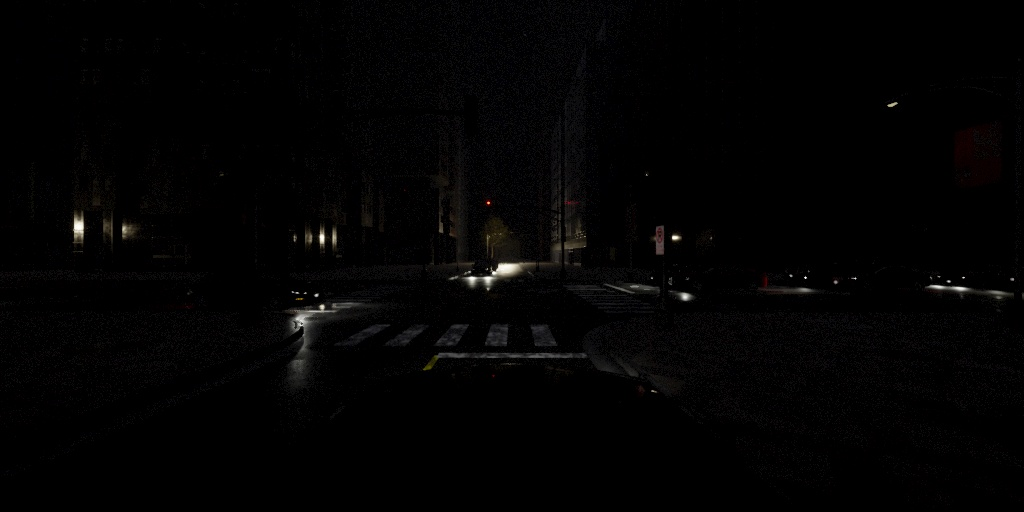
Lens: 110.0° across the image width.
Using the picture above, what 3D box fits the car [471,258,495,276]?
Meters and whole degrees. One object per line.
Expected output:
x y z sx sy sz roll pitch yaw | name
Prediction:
-3.101 1.227 37.513 1.882 1.535 5.008 0 0 1 | car

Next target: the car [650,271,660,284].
11.854 1.258 24.194 4.892 1.490 1.837 0 0 -1 | car

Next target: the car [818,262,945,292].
21.331 1.262 20.894 4.902 1.511 2.128 0 0 0 | car

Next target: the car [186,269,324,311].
-9.900 1.256 13.946 4.892 1.490 1.837 0 0 5 | car

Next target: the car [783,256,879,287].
21.585 0.986 24.129 5.566 2.045 2.150 0 0 1 | car

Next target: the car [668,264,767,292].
12.007 1.237 20.937 5.008 1.535 1.882 0 0 1 | car

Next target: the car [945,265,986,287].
32.040 1.327 24.094 5.357 1.411 2.033 0 0 0 | car

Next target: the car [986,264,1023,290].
31.944 1.007 20.845 5.566 2.045 2.150 0 0 0 | car

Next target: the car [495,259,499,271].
-3.115 1.101 47.293 2.097 1.767 4.553 0 0 0 | car
